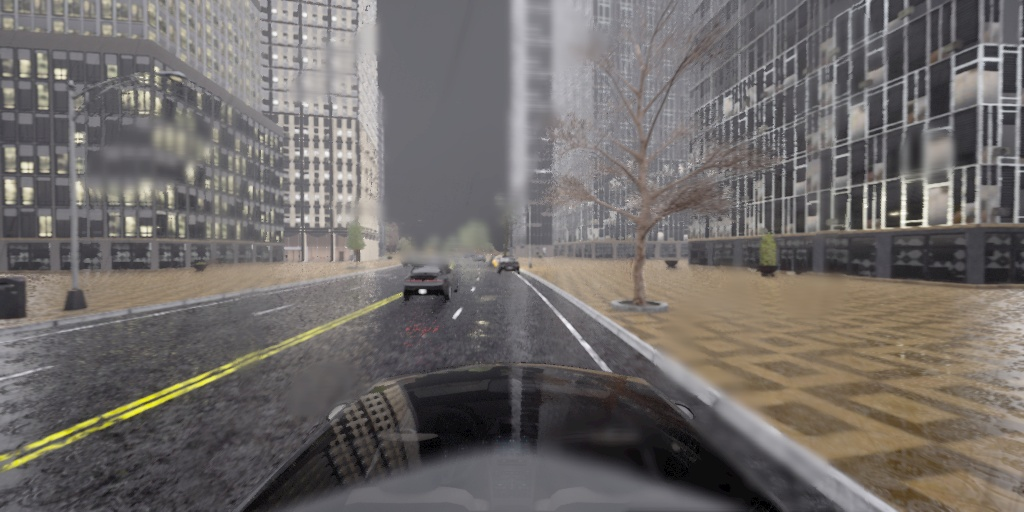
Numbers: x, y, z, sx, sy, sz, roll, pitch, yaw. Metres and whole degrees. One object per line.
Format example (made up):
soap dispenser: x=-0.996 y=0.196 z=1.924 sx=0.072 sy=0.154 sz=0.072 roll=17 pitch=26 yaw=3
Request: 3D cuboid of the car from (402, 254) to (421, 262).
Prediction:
car: x=-12.597 y=0.547 z=45.669 sx=2.097 sy=1.767 sz=4.553 roll=0 pitch=1 yaw=-7

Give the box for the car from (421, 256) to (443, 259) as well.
car: x=-8.918 y=0.725 z=42.143 sx=2.128 sy=1.511 sz=4.902 roll=0 pitch=1 yaw=-6

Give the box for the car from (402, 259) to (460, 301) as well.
car: x=-3.496 y=1.070 z=16.047 sx=1.837 sy=1.490 sz=4.892 roll=0 pitch=1 yaw=-2

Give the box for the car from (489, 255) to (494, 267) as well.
car: x=-1.403 y=0.655 z=43.143 sx=1.801 sy=1.575 sz=5.366 roll=0 pitch=1 yaw=-6

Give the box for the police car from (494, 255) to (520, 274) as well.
police car: x=-0.388 y=0.757 z=32.955 sx=1.930 sy=1.638 sz=5.238 roll=0 pitch=1 yaw=-5
